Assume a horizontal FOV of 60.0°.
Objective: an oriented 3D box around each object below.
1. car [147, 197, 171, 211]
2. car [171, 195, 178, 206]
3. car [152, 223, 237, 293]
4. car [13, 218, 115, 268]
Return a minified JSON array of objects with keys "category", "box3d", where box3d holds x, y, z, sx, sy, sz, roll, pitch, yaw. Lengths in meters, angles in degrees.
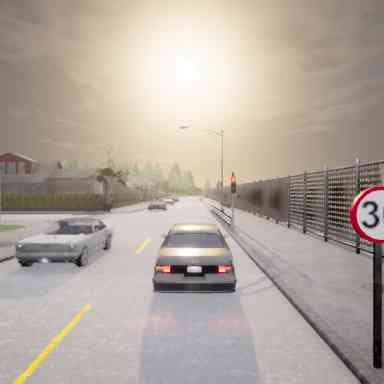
[{"category":"car","box3d":[-4.063,1.564,40.088,1.994,1.385,4.181,0,0,1]},{"category":"car","box3d":[-3.985,1.547,56.239,2.033,1.411,5.357,0,0,0]},{"category":"car","box3d":[0.070,1.547,8.967,2.033,1.411,5.357,0,0,1]},{"category":"car","box3d":[-4.080,1.601,11.439,1.895,1.301,4.718,0,0,0]}]
